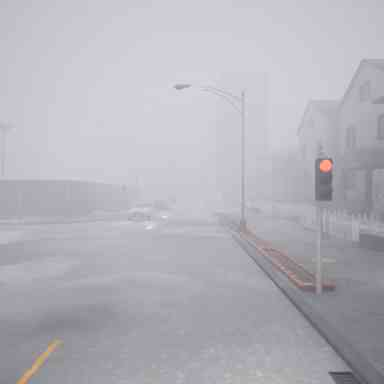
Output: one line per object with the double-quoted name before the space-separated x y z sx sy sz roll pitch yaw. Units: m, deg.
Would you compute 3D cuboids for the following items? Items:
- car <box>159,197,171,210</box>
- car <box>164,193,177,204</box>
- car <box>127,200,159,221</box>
"car" -4.096 1.600 41.579 1.895 1.301 4.718 0 0 0
"car" -3.997 1.218 62.657 2.150 2.045 5.566 0 0 0
"car" -4.096 1.526 27.393 1.812 1.442 4.674 0 0 0
